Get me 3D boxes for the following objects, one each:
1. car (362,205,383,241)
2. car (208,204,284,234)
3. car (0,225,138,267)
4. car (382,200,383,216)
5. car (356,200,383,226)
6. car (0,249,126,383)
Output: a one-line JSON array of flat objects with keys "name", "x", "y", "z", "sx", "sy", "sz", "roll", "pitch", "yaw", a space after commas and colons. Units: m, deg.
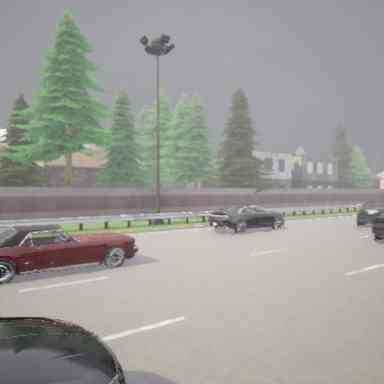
[{"name": "car", "x": 10.074, "y": 1.455, "z": 15.187, "sx": 4.892, "sy": 1.490, "sz": 1.837, "roll": 0, "pitch": 0, "yaw": -35}, {"name": "car", "x": 3.169, "y": 1.454, "z": 18.868, "sx": 4.902, "sy": 1.511, "sz": 2.128, "roll": 0, "pitch": 0, "yaw": -35}, {"name": "car", "x": -3.984, "y": 1.596, "z": 9.493, "sx": 4.718, "sy": 1.301, "sz": 1.895, "roll": 0, "pitch": 0, "yaw": -35}, {"name": "car", "x": 19.921, "y": 1.447, "z": 30.769, "sx": 5.357, "sy": 1.411, "sz": 2.033, "roll": 0, "pitch": 0, "yaw": -35}, {"name": "car", "x": 12.513, "y": 1.285, "z": 21.212, "sx": 4.553, "sy": 1.767, "sz": 2.097, "roll": 0, "pitch": 0, "yaw": -35}, {"name": "car", "x": -2.752, "y": 1.497, "z": 1.783, "sx": 4.902, "sy": 1.511, "sz": 2.128, "roll": 0, "pitch": 0, "yaw": -35}]
